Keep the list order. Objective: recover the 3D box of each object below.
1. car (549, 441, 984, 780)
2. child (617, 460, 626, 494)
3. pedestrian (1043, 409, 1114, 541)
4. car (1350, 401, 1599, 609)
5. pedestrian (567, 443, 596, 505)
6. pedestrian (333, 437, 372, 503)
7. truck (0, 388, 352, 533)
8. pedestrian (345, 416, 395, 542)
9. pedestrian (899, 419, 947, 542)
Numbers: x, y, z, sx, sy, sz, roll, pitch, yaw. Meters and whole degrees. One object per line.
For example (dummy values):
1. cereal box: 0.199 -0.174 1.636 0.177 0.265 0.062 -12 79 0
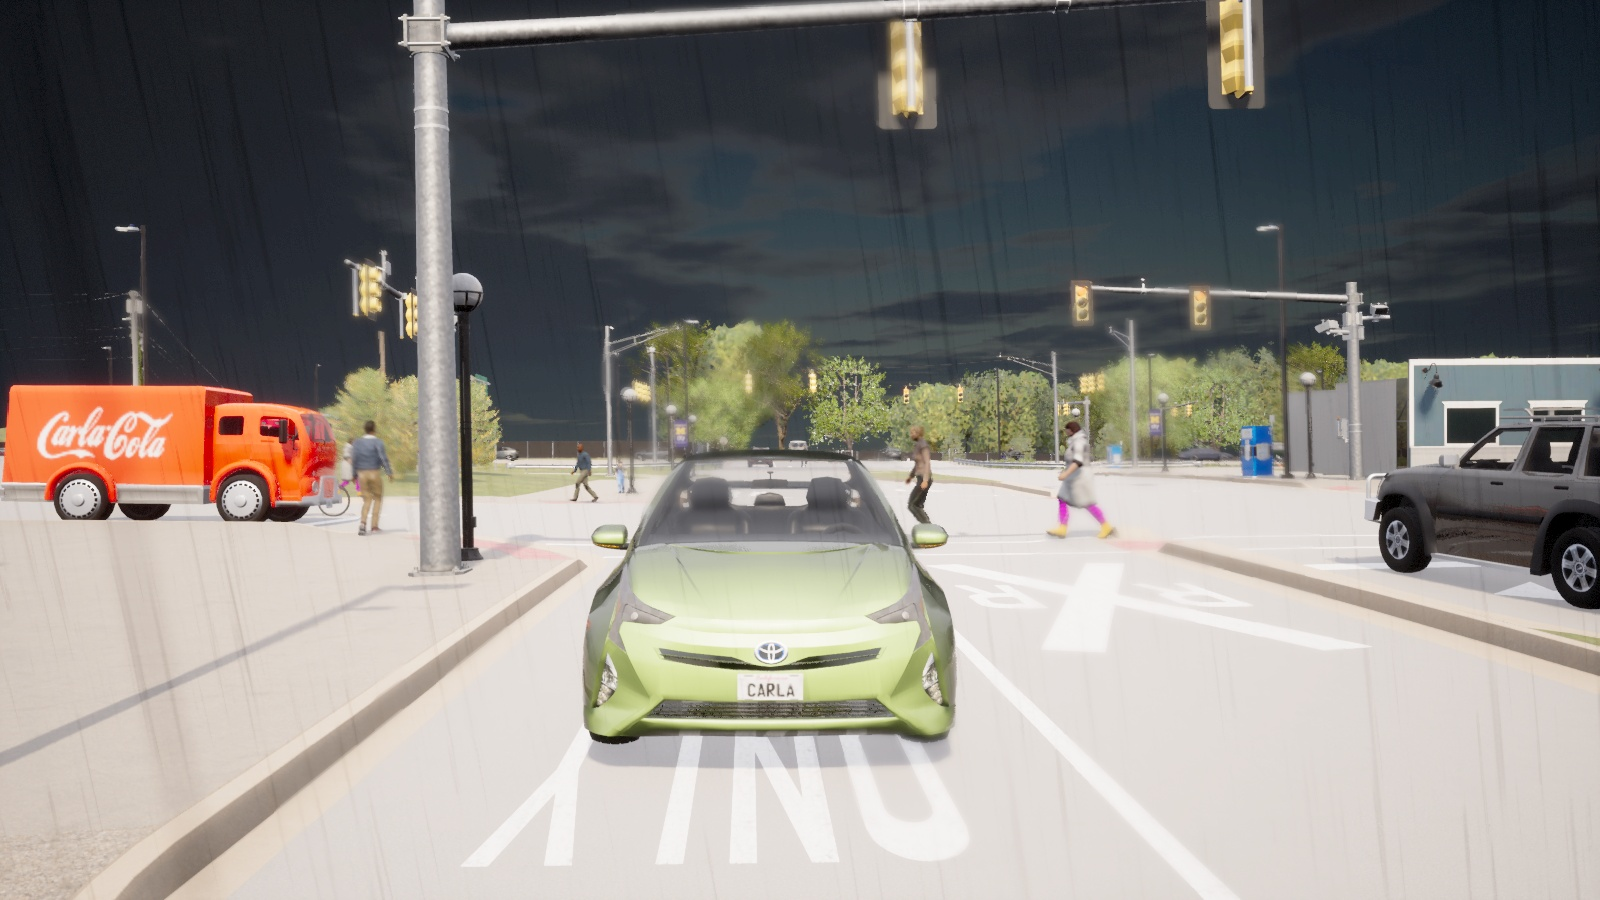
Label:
1. car: -0.205 0.725 8.079 2.007 1.525 4.514 0 1 -1
2. child: -6.579 0.996 46.202 0.270 1.263 0.437 -2 -1 -5
3. pedestrian: 4.248 0.382 19.214 0.873 1.952 0.659 -2 -1 0
4. car: 7.886 0.437 13.016 1.932 1.855 4.605 -1 1 -7
5. pedestrian: -6.573 0.705 37.774 0.726 1.835 0.370 -1 -1 -30
6. pedestrian: -13.577 0.598 38.091 0.873 1.952 0.659 -2 -1 7
7. truck: -11.176 0.198 22.731 5.204 2.467 2.627 0 -1 -2
8. pedestrian: -6.777 0.454 19.826 0.423 1.949 0.788 -2 -1 4
9. pedestrian: 1.876 0.467 19.216 0.634 1.846 0.331 -2 -1 -1
